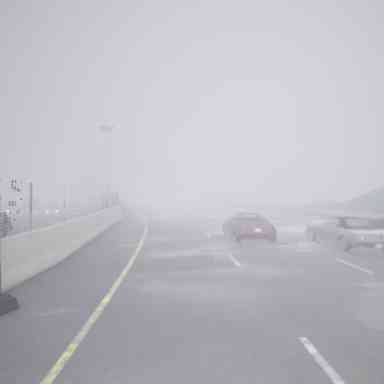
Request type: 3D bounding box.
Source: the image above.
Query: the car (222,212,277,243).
[{"bbox_3d":[2.781,1.682,16.807,1.994,1.385,4.181,0,0,-5],"label":"car"}]

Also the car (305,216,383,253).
[{"bbox_3d":[6.548,1.664,14.111,1.895,1.301,4.718,0,0,-4],"label":"car"}]

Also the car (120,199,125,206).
[{"bbox_3d":[-15.670,2.209,71.614,1.882,1.535,5.008,0,-1,-23],"label":"car"}]
